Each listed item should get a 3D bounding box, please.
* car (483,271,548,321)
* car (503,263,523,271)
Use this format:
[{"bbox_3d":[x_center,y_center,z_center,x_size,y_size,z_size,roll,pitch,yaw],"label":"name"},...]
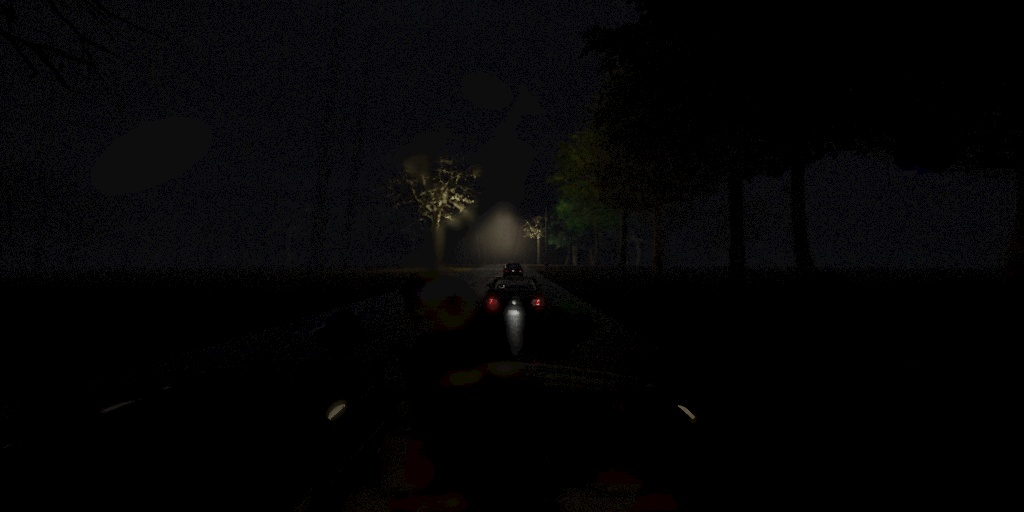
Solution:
[{"bbox_3d":[0.102,1.361,12.438,1.895,1.301,4.718,0,0,0],"label":"car"},{"bbox_3d":[0.107,1.368,34.044,2.033,1.411,5.357,0,0,0],"label":"car"}]
